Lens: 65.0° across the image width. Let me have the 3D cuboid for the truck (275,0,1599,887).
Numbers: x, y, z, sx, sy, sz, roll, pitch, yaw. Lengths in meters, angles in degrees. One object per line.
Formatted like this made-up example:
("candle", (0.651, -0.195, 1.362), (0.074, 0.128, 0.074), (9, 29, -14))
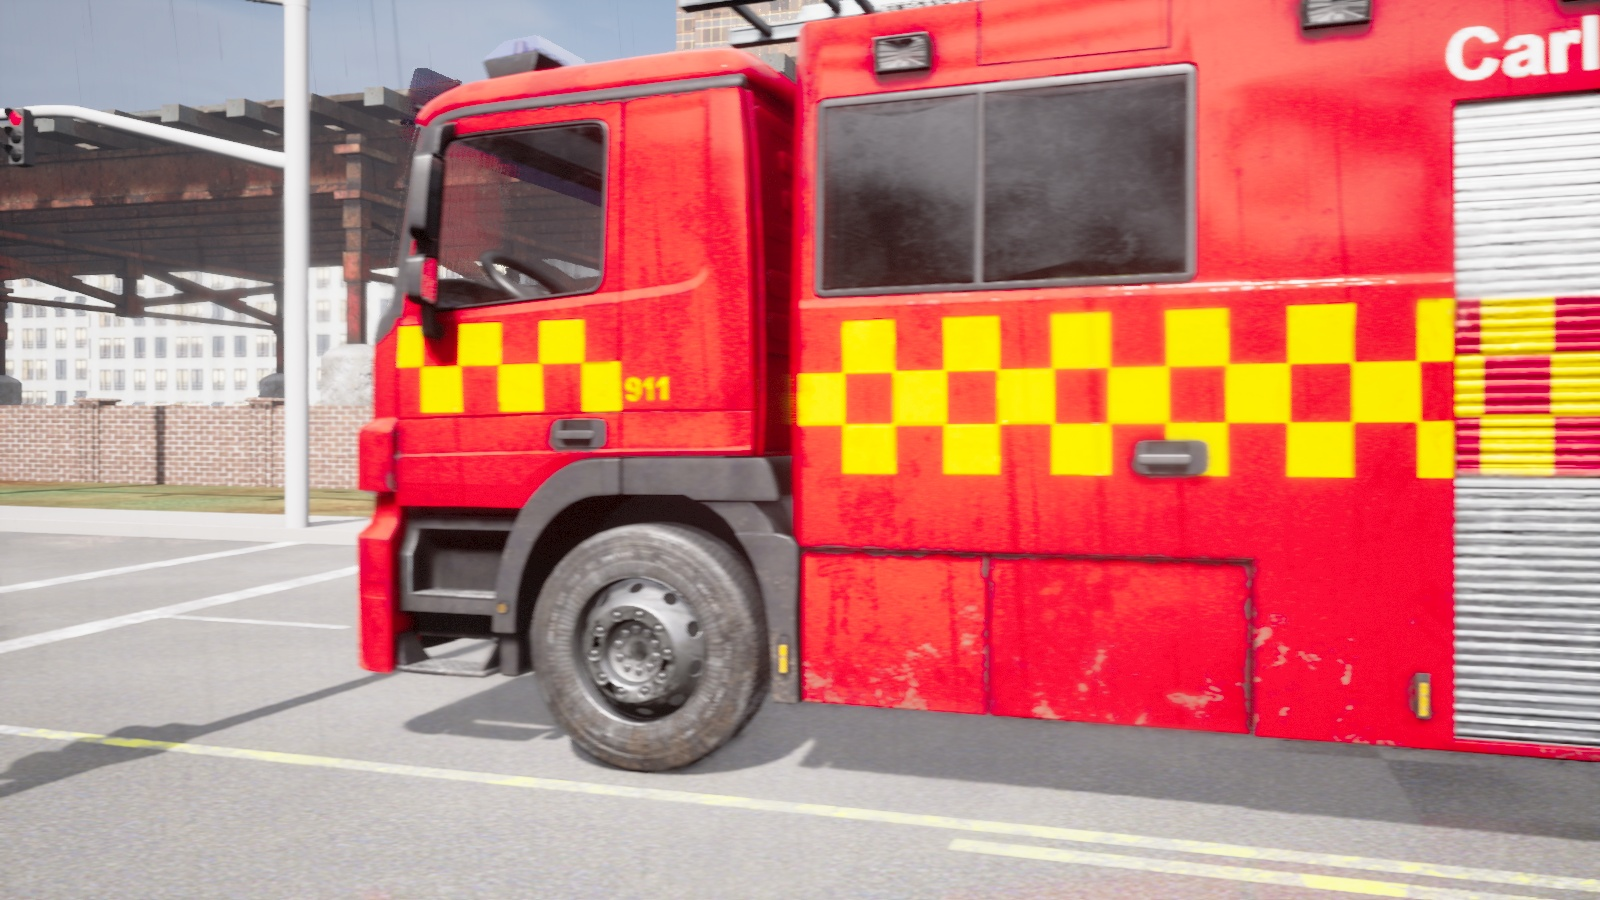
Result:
("truck", (1.841, -0.429, 6.215), (8.468, 3.827, 2.891), (1, 1, 20))
